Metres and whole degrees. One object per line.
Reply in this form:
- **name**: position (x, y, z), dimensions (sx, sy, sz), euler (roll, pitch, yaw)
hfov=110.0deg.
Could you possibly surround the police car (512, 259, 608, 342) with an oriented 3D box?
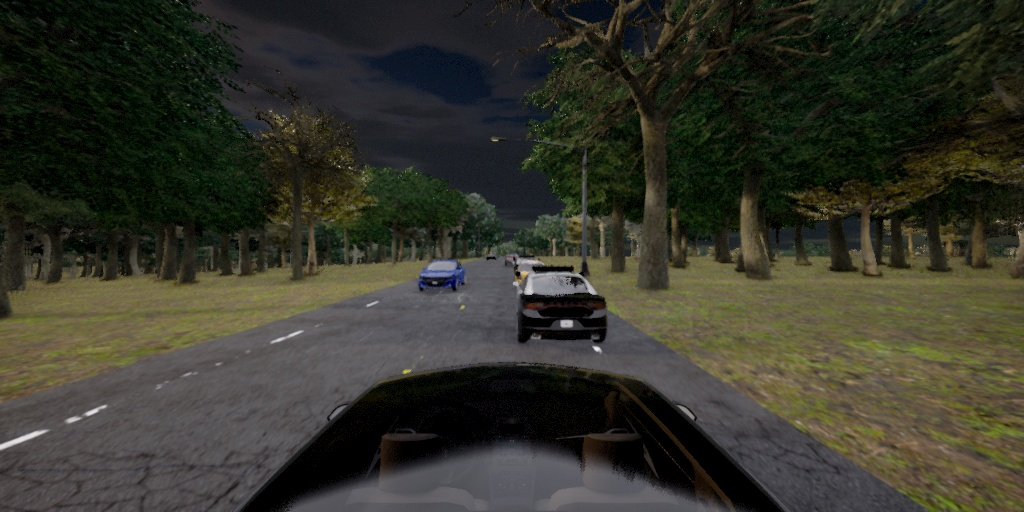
- **police car**: position (1.050, 1.050, 9.458), dimensions (1.930, 1.638, 5.238), euler (0, 1, 0)

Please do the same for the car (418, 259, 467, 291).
- **car**: position (-3.598, 0.933, 19.194), dimensions (1.882, 1.535, 5.008), euler (0, 1, 0)

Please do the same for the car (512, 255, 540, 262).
- **car**: position (1.048, 0.905, 19.540), dimensions (1.801, 1.575, 5.366), euler (0, 1, 0)

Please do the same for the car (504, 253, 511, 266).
- **car**: position (0.013, 0.415, 46.304), dimensions (2.128, 1.511, 4.902), euler (0, 1, 0)

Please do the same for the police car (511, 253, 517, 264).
- **police car**: position (1.048, 0.766, 25.459), dimensions (1.930, 1.638, 5.238), euler (0, 1, 0)

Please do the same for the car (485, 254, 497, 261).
- **car**: position (-3.536, 0.224, 61.771), dimensions (1.895, 1.301, 4.718), euler (0, 1, 1)
